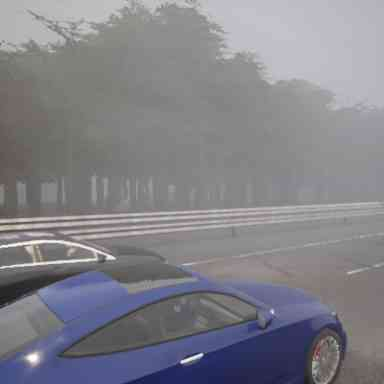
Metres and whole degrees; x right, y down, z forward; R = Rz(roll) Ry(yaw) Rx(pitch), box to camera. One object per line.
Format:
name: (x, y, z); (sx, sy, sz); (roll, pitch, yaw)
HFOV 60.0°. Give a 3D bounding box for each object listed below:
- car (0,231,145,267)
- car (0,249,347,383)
car: (-2.701, 1.488, 6.122); (4.902, 1.511, 2.128); (0, 0, -36)
car: (-0.283, 1.520, 3.545); (4.674, 1.442, 1.812); (0, 0, -36)
